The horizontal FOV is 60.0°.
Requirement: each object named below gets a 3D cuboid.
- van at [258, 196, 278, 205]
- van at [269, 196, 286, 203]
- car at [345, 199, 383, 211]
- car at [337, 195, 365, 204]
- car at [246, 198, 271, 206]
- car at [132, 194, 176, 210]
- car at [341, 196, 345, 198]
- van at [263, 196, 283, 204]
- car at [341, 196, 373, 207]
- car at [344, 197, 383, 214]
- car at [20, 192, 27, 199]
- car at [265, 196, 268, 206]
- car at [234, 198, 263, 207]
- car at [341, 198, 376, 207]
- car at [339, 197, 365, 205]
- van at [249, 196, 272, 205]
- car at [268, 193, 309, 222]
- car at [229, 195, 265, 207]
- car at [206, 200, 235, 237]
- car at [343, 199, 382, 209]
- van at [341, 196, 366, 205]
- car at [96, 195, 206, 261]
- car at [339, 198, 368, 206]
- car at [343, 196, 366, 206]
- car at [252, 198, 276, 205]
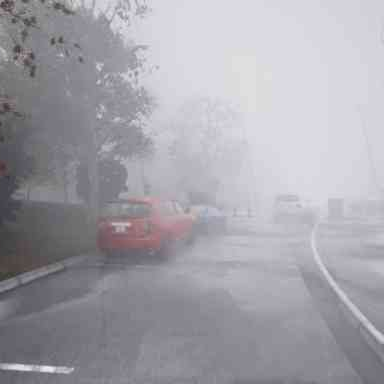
[{"bbox_3d":[17.840,1.903,78.073,4.442,1.987,1.878,-1,-1,3],"label":"van"},{"bbox_3d":[23.523,2.118,91.649,4.442,1.987,1.878,-1,-1,3],"label":"van"},{"bbox_3d":[23.048,1.700,44.075,4.674,1.452,2.002,1,0,3],"label":"car"},{"bbox_3d":[37.800,1.880,79.261,5.566,2.045,2.435,1,-1,3],"label":"car"},{"bbox_3d":[13.384,2.009,67.203,4.792,1.488,2.163,-1,-1,3],"label":"car"},{"bbox_3d":[-4.501,1.171,39.101,4.892,1.490,1.837,3,-1,26],"label":"car"},{"bbox_3d":[24.363,1.692,46.781,5.366,1.575,1.946,1,-1,3],"label":"car"},{"bbox_3d":[20.346,1.982,83.502,4.442,1.987,1.878,-1,-1,3],"label":"van"},{"bbox_3d":[29.874,1.735,60.311,4.553,1.767,2.185,1,0,3],"label":"car"},{"bbox_3d":[19.647,1.561,35.963,4.892,1.521,2.231,1,-1,3],"label":"car"},{"bbox_3d":[-24.056,0.139,44.290,4.718,1.301,1.895,3,0,25],"label":"car"},{"bbox_3d":[12.304,1.818,64.488,4.553,1.767,2.185,-1,-1,3],"label":"car"},{"bbox_3d":[9.974,1.908,59.052,4.792,1.488,2.163,-1,-1,3],"label":"car"},{"bbox_3d":[28.715,1.827,57.607,4.892,1.521,2.231,1,0,3],"label":"car"},{"bbox_3d":[35.475,1.920,73.851,4.553,1.767,2.185,1,-1,3],"label":"car"},{"bbox_3d":[14.432,1.790,69.921,4.442,1.987,1.878,-1,-1,3],"label":"van"},{"bbox_3d":[7.765,1.126,25.838,2.150,2.045,5.566,-1,0,25],"label":"car"},{"bbox_3d":[8.892,1.593,56.347,5.566,2.045,2.435,-1,-1,3],"label":"car"},{"bbox_3d":[0.558,1.458,18.217,2.097,1.535,5.008,0,0,22],"label":"car"},{"bbox_3d":[25.313,1.767,49.488,4.674,1.452,2.002,1,0,3],"label":"car"},{"bbox_3d":[34.490,1.783,71.140,4.442,1.987,1.878,1,-1,3],"label":"van"},{"bbox_3d":[-1.421,1.207,12.558,2.435,2.045,5.566,0,0,16],"label":"car"},{"bbox_3d":[33.233,1.968,68.436,5.008,1.535,2.097,1,-1,3],"label":"car"},{"bbox_3d":[21.920,1.628,41.368,4.892,1.521,2.231,1,0,3],"label":"car"},{"bbox_3d":[15.693,2.051,72.631,4.892,1.521,2.231,-1,-1,3],"label":"car"}]
